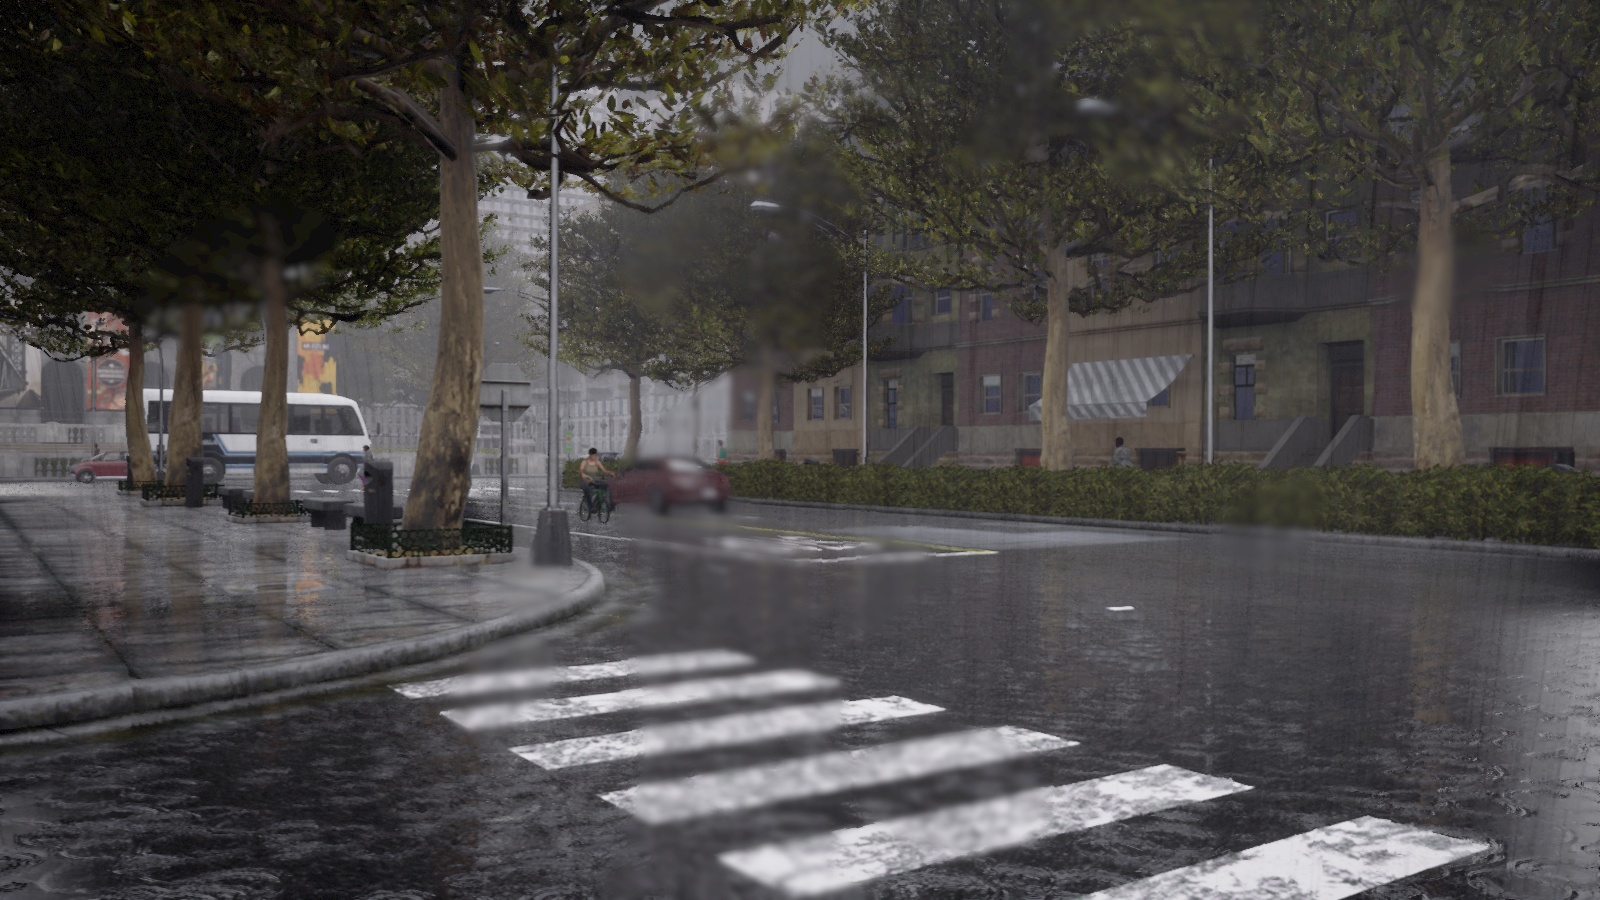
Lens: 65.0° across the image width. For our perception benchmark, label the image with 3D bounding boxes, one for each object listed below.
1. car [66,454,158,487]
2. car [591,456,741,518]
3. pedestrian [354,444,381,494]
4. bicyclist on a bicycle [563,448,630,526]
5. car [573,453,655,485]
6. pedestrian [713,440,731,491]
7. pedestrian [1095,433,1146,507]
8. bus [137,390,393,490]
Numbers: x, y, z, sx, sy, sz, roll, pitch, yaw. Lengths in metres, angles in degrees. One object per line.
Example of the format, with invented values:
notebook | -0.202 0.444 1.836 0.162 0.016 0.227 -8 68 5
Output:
car | -32.999 0.955 60.240 3.705 1.549 1.789 0 0 -34
car | -3.478 0.882 31.763 1.812 1.442 4.674 0 0 -34
pedestrian | -16.862 0.732 48.959 0.873 1.952 0.659 0 0 -31
bicyclist on a bicycle | -4.365 0.777 26.832 0.866 1.612 1.509 0 0 -34
car | -9.368 0.948 63.350 3.705 1.549 1.789 0 0 -35
pedestrian | -2.837 0.560 45.604 0.345 1.836 0.594 0 0 -39
pedestrian | 8.210 0.506 32.149 0.874 1.855 0.900 0 0 -34
bus | -24.398 -0.416 57.562 10.273 4.253 3.944 0 0 -34
